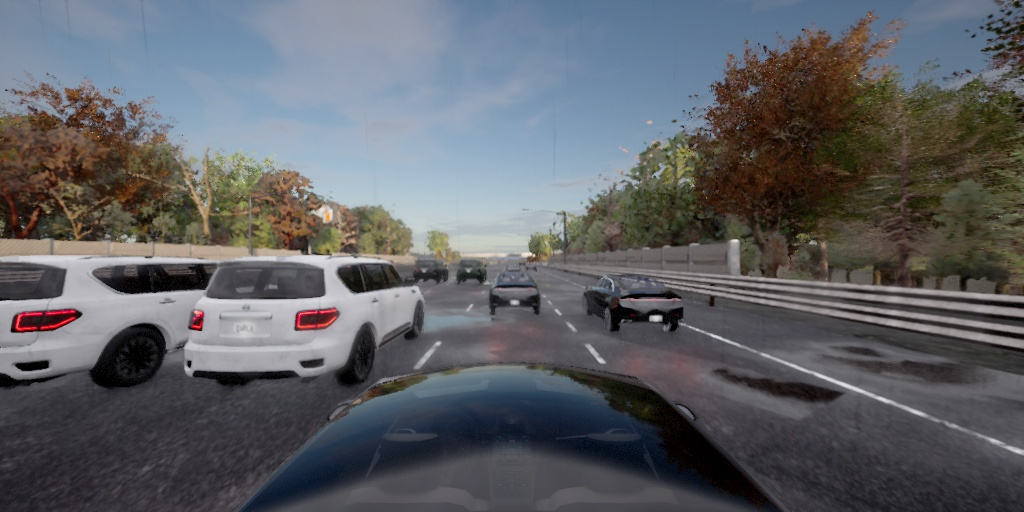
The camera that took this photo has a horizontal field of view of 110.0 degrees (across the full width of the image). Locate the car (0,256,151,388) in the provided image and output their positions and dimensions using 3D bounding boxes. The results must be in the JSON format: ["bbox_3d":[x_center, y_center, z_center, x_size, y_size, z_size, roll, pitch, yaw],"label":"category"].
[{"bbox_3d":[-6.901,1.031,7.146,2.150,2.045,5.566,0,-1,0],"label":"car"}]

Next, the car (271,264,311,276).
[{"bbox_3d":[-28.064,1.743,45.741,2.128,1.511,4.902,0,-1,0],"label":"car"}]

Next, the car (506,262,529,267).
[{"bbox_3d":[0.110,1.578,31.608,2.128,1.511,4.902,0,-1,0],"label":"car"}]

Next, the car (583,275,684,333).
[{"bbox_3d":[3.513,1.335,11.197,2.128,1.511,4.902,0,-1,0],"label":"car"}]

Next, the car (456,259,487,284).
[{"bbox_3d":[-3.395,1.299,30.831,2.150,2.045,5.566,0,-1,0],"label":"car"}]

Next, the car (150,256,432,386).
[{"bbox_3d":[-3.402,1.032,7.254,2.150,2.045,5.566,0,-1,0],"label":"car"}]

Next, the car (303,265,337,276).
[{"bbox_3d":[-24.567,1.855,46.114,1.895,1.301,4.718,0,-1,0],"label":"car"}]

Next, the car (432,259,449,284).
[{"bbox_3d":[-6.894,1.299,30.844,2.150,2.045,5.566,0,-1,0],"label":"car"}]

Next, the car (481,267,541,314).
[{"bbox_3d":[0.102,1.383,14.517,2.128,1.511,4.902,0,-1,0],"label":"car"}]
